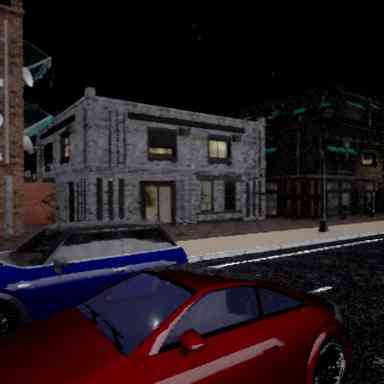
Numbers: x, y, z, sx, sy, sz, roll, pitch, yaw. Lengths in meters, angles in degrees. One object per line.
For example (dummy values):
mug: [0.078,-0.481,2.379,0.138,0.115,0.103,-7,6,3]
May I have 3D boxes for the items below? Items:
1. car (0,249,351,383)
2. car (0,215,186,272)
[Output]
car: [-0.176,1.568,3.562,4.181,1.385,1.994,0,0,-35]
car: [-2.213,1.356,6.099,4.553,1.767,2.097,0,0,-35]
